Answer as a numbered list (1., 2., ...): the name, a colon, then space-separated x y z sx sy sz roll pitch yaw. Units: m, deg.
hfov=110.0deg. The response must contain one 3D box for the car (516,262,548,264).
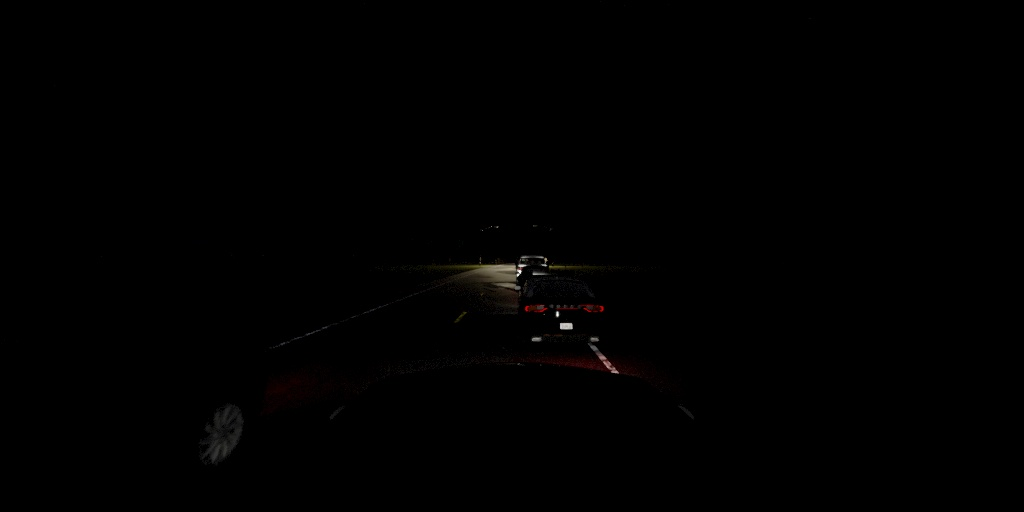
1. car: 1.247 1.253 19.502 1.837 1.490 4.892 0 0 1

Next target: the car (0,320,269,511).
1. car: -3.585 1.255 1.936 1.837 1.490 4.892 0 0 0

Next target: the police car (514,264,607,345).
1. police car: 1.095 1.175 9.642 1.930 1.638 5.238 0 0 1

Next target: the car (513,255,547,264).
1. car: 1.391 0.968 25.512 2.150 2.045 5.566 0 0 2
